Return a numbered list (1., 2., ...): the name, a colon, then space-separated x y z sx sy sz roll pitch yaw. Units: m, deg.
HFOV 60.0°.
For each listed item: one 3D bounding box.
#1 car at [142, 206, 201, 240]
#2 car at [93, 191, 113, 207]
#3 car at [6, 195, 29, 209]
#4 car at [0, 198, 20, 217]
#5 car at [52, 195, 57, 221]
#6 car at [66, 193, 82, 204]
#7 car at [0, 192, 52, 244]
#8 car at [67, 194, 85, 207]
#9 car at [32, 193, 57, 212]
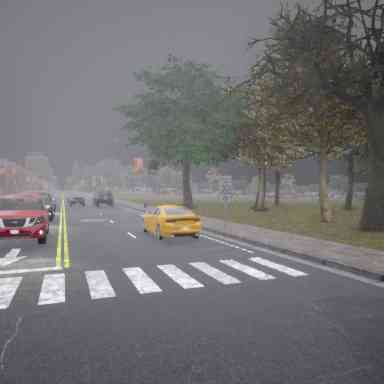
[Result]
1. car: -1.174 1.416 16.742 1.882 1.535 5.008 0 0 -21
2. car: -11.812 0.839 44.157 2.150 2.045 5.566 0 1 -21
3. car: -20.540 1.138 39.267 1.837 1.490 4.892 0 1 -21
4. car: -16.679 1.305 29.301 2.033 1.411 5.357 0 1 -20
5. car: -11.528 1.049 24.957 2.150 2.045 5.566 0 1 -21
6. car: -18.953 0.984 53.294 2.128 1.511 4.902 0 1 -21
7. car: -7.802 1.152 15.287 2.150 2.045 5.566 0 0 -22
8. car: -15.232 1.109 43.983 1.837 1.490 4.892 0 0 -21
9. car: -15.204 1.059 34.541 2.097 1.767 4.553 0 1 -21
